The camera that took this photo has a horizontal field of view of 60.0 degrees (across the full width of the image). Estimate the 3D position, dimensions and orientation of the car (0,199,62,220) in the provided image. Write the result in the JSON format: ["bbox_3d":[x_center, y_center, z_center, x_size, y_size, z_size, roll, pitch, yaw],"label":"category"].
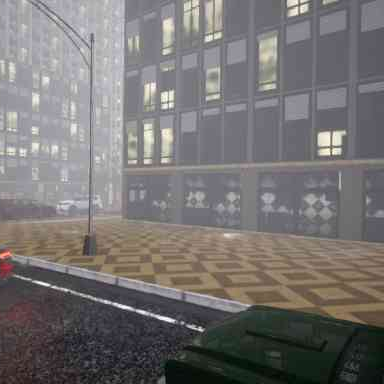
[{"bbox_3d":[-14.831,1.519,29.944,2.192,1.841,5.009,1,0,36],"label":"car"}]

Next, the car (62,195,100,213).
[{"bbox_3d":[-13.781,1.418,41.130,2.150,2.045,5.566,1,0,36],"label":"car"}]

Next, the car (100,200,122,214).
[{"bbox_3d":[-8.052,1.830,39.169,1.752,1.417,4.829,1,0,36],"label":"car"}]

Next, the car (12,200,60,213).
[{"bbox_3d":[-18.347,1.643,39.312,1.752,1.417,4.829,1,0,36],"label":"car"}]

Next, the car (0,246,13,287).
[{"bbox_3d":[-6.093,1.521,7.998,4.674,1.442,1.812,0,0,35],"label":"car"}]

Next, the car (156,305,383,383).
[{"bbox_3d":[2.016,1.601,2.248,4.718,1.301,1.895,0,0,35],"label":"car"}]
